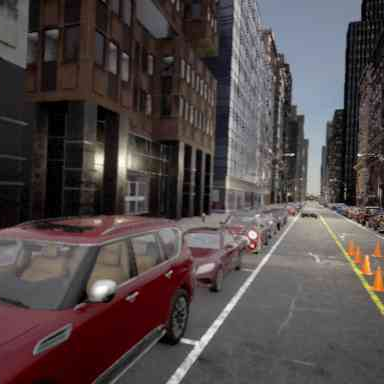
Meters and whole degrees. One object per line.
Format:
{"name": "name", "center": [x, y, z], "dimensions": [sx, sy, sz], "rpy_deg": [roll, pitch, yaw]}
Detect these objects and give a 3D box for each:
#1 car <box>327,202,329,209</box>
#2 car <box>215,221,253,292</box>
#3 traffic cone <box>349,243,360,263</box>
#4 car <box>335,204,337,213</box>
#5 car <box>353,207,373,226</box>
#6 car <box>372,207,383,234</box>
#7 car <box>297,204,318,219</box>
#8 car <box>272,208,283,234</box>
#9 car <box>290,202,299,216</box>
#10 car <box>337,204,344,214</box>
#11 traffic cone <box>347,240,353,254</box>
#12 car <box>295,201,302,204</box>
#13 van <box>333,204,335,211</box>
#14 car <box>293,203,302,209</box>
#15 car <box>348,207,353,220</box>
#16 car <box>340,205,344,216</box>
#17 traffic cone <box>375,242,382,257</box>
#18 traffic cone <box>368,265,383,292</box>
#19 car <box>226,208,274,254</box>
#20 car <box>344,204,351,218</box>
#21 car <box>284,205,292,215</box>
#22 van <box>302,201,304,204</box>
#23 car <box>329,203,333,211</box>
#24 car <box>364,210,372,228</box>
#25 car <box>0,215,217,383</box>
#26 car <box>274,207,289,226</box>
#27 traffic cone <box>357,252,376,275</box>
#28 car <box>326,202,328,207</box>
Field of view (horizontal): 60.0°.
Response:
{"name": "car", "center": [34.499, 3.761, 80.434], "dimensions": [1.887, 1.381, 4.507], "rpy_deg": [2, -1, 19]}
{"name": "car", "center": [0.353, 1.680, 9.335], "dimensions": [1.802, 1.307, 4.206], "rpy_deg": [2, -1, 19]}
{"name": "traffic cone", "center": [6.183, 2.329, 12.410], "dimensions": [0.340, 0.580, 0.340], "rpy_deg": [2, -1, 19]}
{"name": "car", "center": [27.038, 3.280, 59.311], "dimensions": [1.802, 1.307, 4.206], "rpy_deg": [2, -1, 19]}
{"name": "car", "center": [17.724, 2.367, 32.910], "dimensions": [2.192, 1.841, 5.009], "rpy_deg": [2, -1, 19]}
{"name": "car", "center": [13.994, 2.110, 22.349], "dimensions": [2.192, 1.841, 5.009], "rpy_deg": [2, -1, 19]}
{"name": "car", "center": [14.483, 2.537, 41.043], "dimensions": [2.033, 1.411, 5.357], "rpy_deg": [2, -1, 19]}
{"name": "car", "center": [4.085, 1.902, 19.898], "dimensions": [2.008, 1.369, 4.403], "rpy_deg": [2, -1, 19]}
{"name": "car", "center": [13.410, 2.538, 46.303], "dimensions": [1.887, 1.381, 4.507], "rpy_deg": [2, -1, 19]}
{"name": "car", "center": [25.178, 3.009, 54.031], "dimensions": [1.967, 1.590, 4.097], "rpy_deg": [2, -1, 19]}
{"name": "traffic cone", "center": [6.849, 2.374, 14.295], "dimensions": [0.340, 0.580, 0.340], "rpy_deg": [2, -1, 19]}
{"name": "car", "center": [19.009, 2.822, 62.147], "dimensions": [1.967, 1.590, 4.097], "rpy_deg": [2, -1, 19]}
{"name": "van", "center": [28.912, 3.169, 64.593], "dimensions": [1.690, 1.788, 3.998], "rpy_deg": [2, -1, 19]}
{"name": "car", "center": [26.465, 3.445, 83.270], "dimensions": [1.887, 1.381, 4.507], "rpy_deg": [2, -1, 19]}
{"name": "car", "center": [19.579, 2.746, 38.189], "dimensions": [1.947, 1.339, 4.313], "rpy_deg": [2, -1, 19]}
{"name": "car", "center": [23.308, 3.005, 48.750], "dimensions": [1.947, 1.339, 4.313], "rpy_deg": [2, -1, 19]}
{"name": "traffic cone", "center": [7.791, 2.411, 13.962], "dimensions": [0.340, 0.580, 0.340], "rpy_deg": [2, -1, 19]}
{"name": "traffic cone", "center": [4.851, 2.239, 8.639], "dimensions": [0.340, 0.580, 0.340], "rpy_deg": [2, -1, 19]}
{"name": "car", "center": [2.224, 1.665, 14.617], "dimensions": [1.967, 1.590, 4.097], "rpy_deg": [2, -1, 19]}
{"name": "car", "center": [21.449, 2.750, 43.470], "dimensions": [1.967, 1.590, 4.097], "rpy_deg": [2, -1, 19]}
{"name": "car", "center": [7.814, 2.172, 30.459], "dimensions": [1.947, 1.339, 4.313], "rpy_deg": [2, -1, 19]}
{"name": "van", "center": [24.608, 3.112, 77.991], "dimensions": [1.690, 1.788, 3.998], "rpy_deg": [2, -1, 19]}
{"name": "car", "center": [32.634, 3.632, 75.153], "dimensions": [1.887, 1.381, 4.507], "rpy_deg": [2, -1, 19]}
{"name": "car", "center": [15.848, 2.505, 27.627], "dimensions": [1.802, 1.307, 4.206], "rpy_deg": [2, -1, 19]}
{"name": "car", "center": [-1.501, 1.287, 4.057], "dimensions": [2.192, 1.841, 5.009], "rpy_deg": [2, -1, 19]}
{"name": "car", "center": [5.949, 2.045, 25.178], "dimensions": [1.947, 1.339, 4.313], "rpy_deg": [2, -1, 19]}
{"name": "traffic cone", "center": [5.517, 2.284, 10.525], "dimensions": [0.340, 0.580, 0.340], "rpy_deg": [2, -1, 19]}
{"name": "car", "center": [36.368, 3.786, 85.716], "dimensions": [1.967, 1.590, 4.097], "rpy_deg": [2, -1, 19]}
